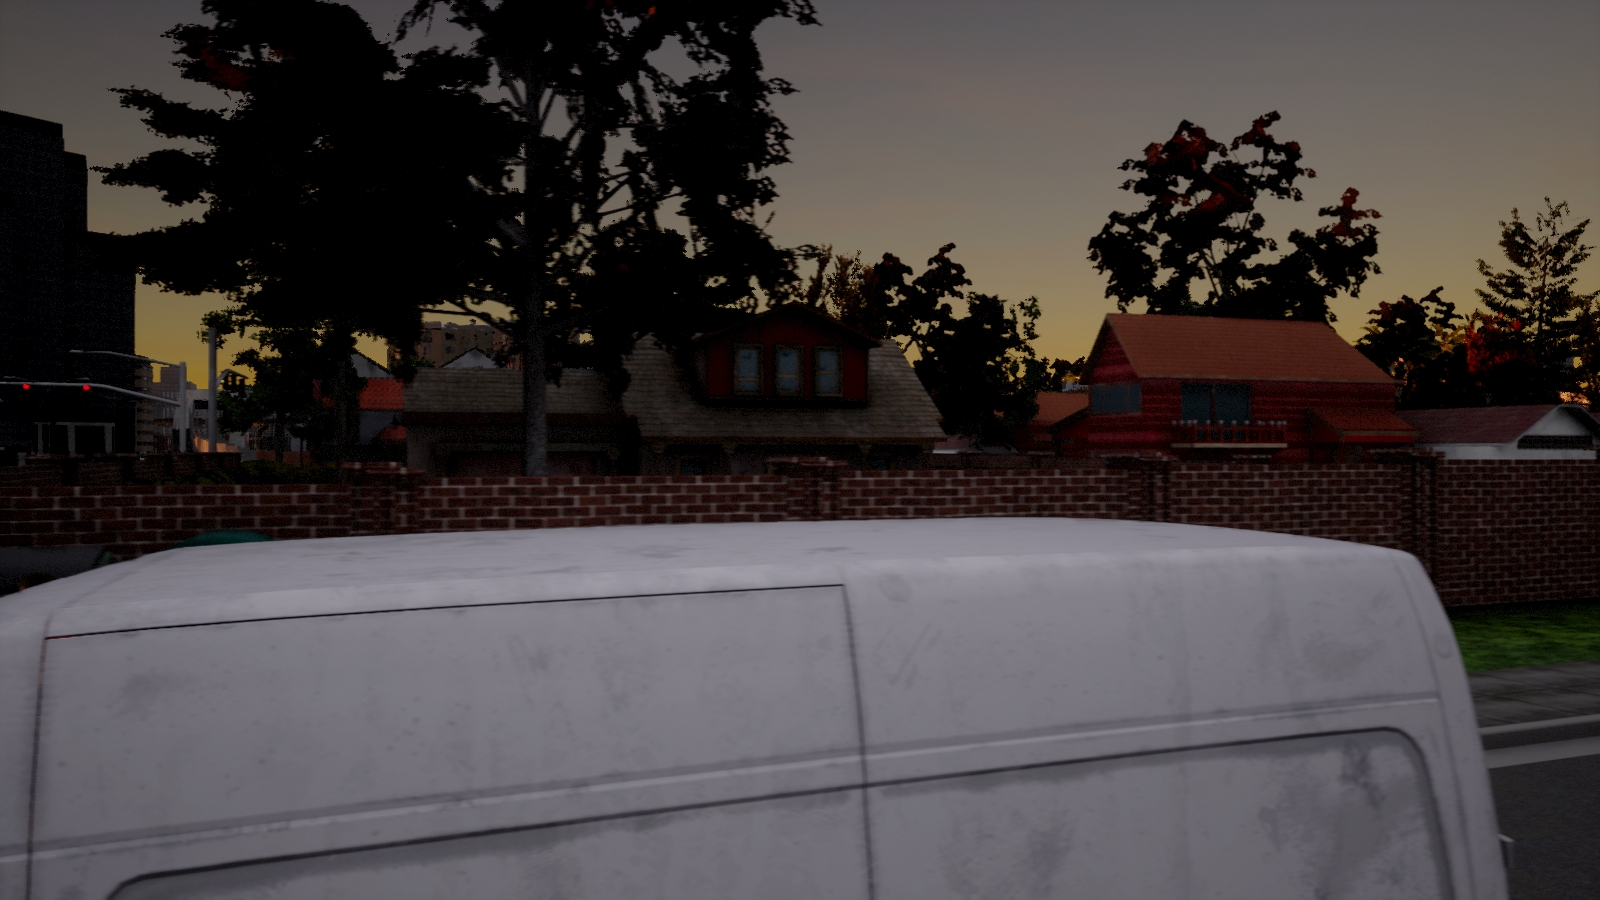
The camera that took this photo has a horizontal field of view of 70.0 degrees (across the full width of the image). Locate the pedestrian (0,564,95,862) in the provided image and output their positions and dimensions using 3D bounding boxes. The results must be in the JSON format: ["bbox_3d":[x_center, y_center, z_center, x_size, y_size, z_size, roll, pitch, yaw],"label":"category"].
[{"bbox_3d":[-4.933,1.696,7.494,0.375,1.860,0.375,0,0,5],"label":"pedestrian"}]

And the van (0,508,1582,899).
[{"bbox_3d":[-1.082,1.534,2.900,5.915,2.561,1.988,0,0,-20],"label":"van"}]
